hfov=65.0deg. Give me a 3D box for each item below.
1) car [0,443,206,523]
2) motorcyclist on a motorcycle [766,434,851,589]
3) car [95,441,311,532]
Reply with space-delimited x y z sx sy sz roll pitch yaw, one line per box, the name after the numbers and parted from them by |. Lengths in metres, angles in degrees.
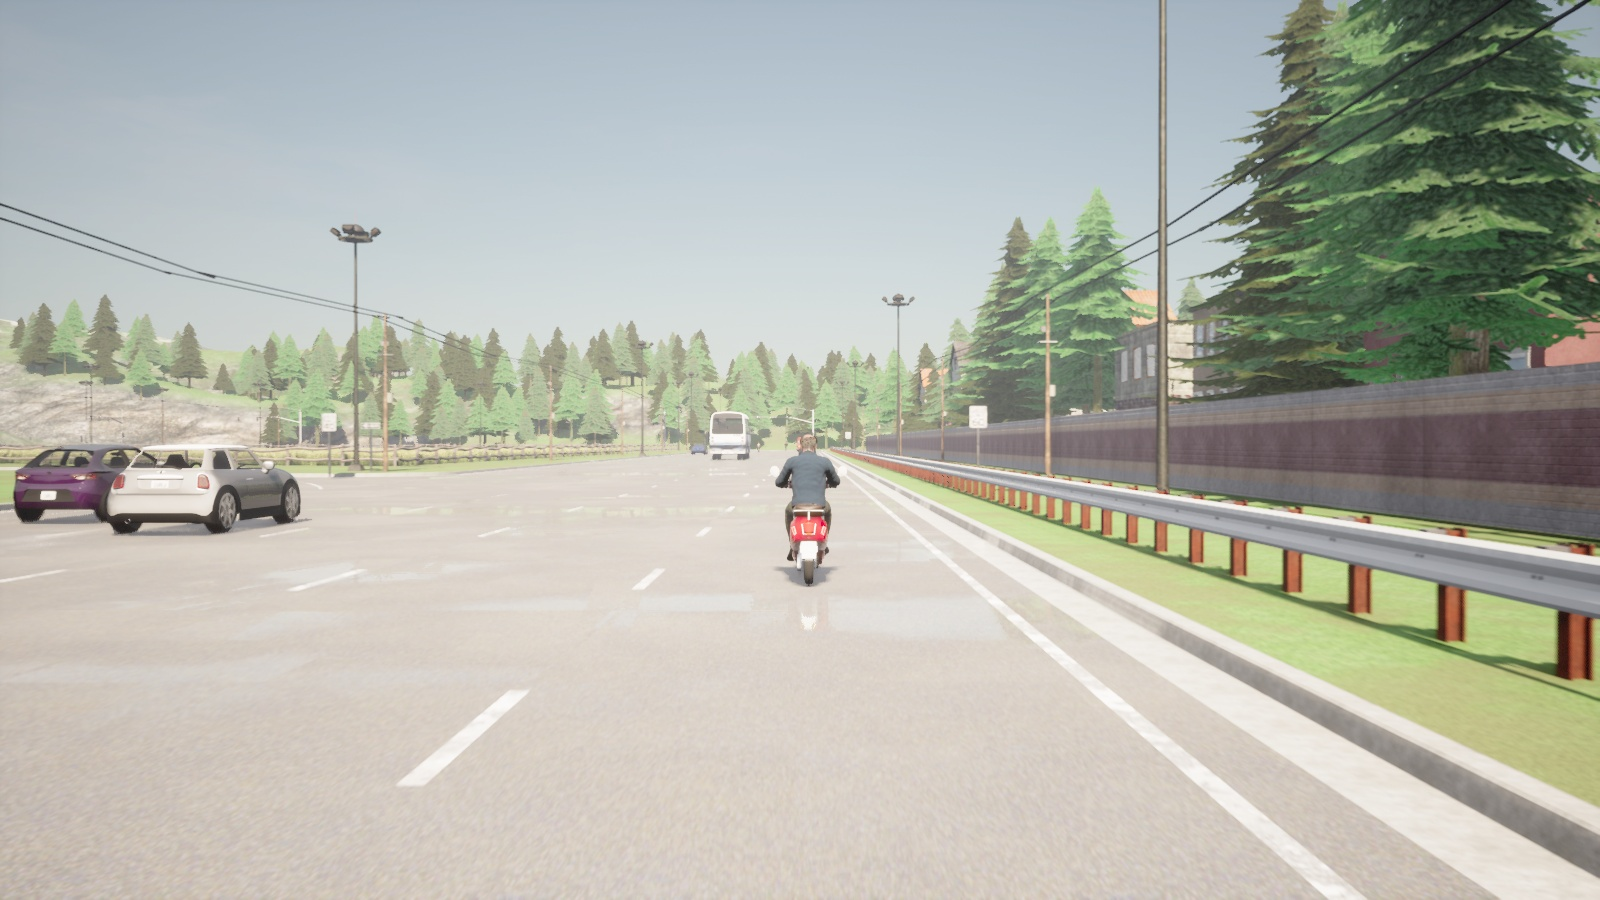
-13.841 0.603 25.241 1.816 1.474 4.193 0 0 0 | car
0.094 0.622 13.788 0.866 1.590 1.817 0 0 0 | motorcyclist on a motorcycle
-10.358 0.577 22.134 1.970 1.475 3.806 0 0 0 | car
